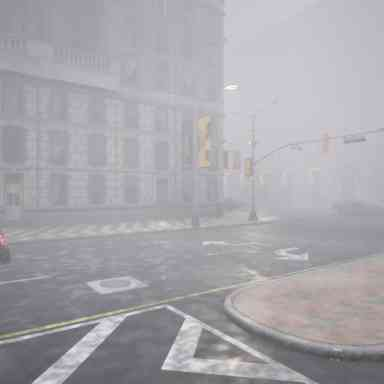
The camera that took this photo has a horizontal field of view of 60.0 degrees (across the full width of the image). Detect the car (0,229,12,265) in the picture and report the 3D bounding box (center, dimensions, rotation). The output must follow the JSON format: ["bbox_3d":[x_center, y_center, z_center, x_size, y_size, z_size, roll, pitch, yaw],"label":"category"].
[{"bbox_3d":[-7.317,1.352,8.608,4.553,1.767,2.097,0,0,-35],"label":"car"}]

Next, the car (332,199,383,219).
[{"bbox_3d":[15.173,1.564,29.496,1.994,1.385,4.181,0,0,-36],"label":"car"}]

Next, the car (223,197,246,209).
[{"bbox_3d":[4.523,1.500,44.356,1.837,1.490,4.892,0,1,-36],"label":"car"}]

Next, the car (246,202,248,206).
[{"bbox_3d":[5.712,1.547,48.698,2.033,1.411,5.357,0,0,-36],"label":"car"}]
